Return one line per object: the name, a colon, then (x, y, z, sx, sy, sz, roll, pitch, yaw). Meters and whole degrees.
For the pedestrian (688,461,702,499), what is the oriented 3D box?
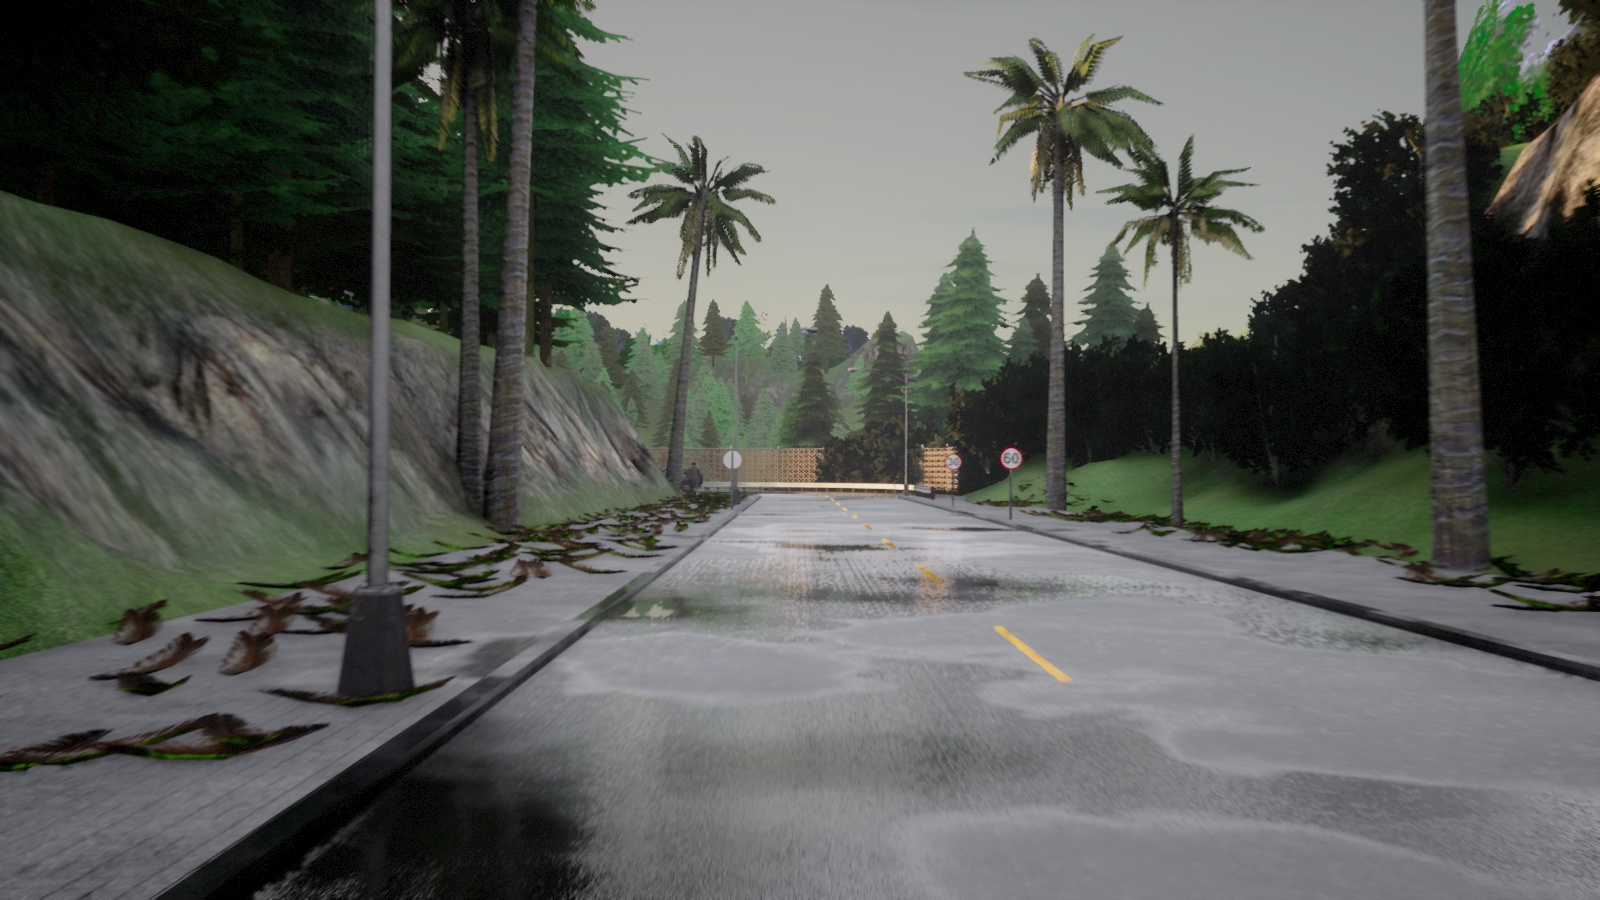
pedestrian: (-5.469, 1.541, 65.255, 0.659, 1.952, 0.873, 0, -1, 0)

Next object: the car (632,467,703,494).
car: (-9.174, 2.136, 87.173, 4.605, 1.855, 1.932, 0, -1, 3)
